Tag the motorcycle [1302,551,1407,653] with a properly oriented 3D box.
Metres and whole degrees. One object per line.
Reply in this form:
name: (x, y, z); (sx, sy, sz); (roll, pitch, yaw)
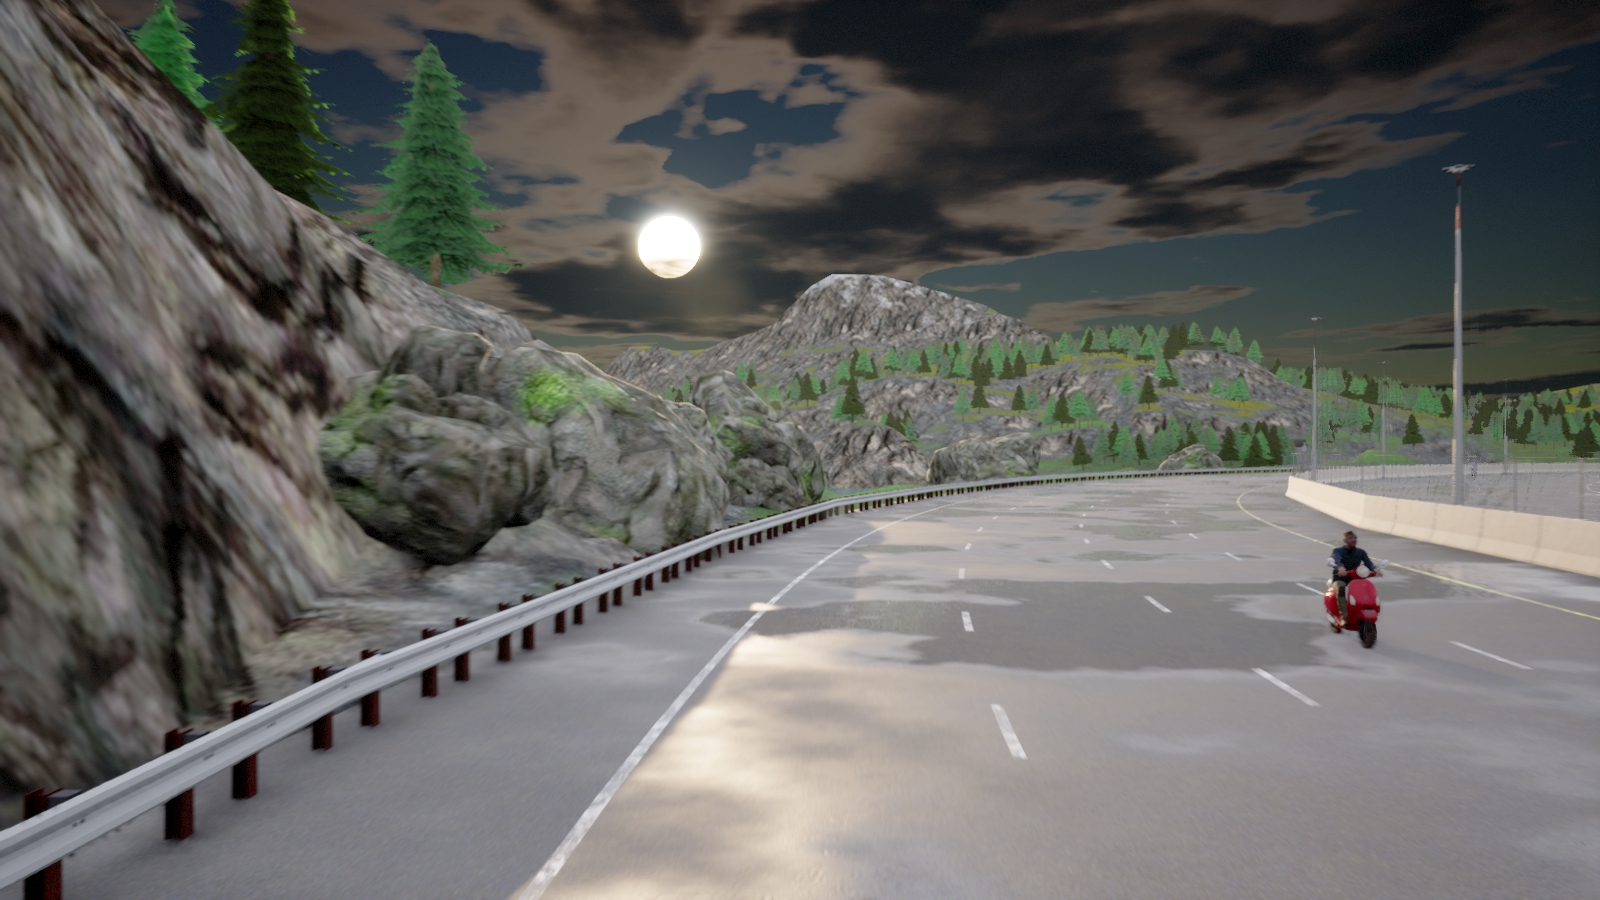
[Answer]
motorcycle: (8.109, 2.192, 16.809); (0.856, 1.236, 1.805); (1, 0, 8)
